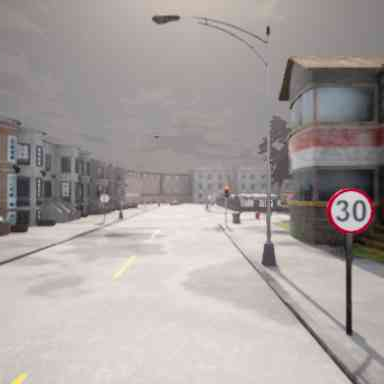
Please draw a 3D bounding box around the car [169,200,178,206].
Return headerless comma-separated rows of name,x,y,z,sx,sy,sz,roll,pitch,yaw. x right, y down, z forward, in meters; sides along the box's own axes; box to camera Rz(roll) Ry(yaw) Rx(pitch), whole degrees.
car,-4.051,2.562,75.013,2.033,1.411,5.357,0,-1,0
